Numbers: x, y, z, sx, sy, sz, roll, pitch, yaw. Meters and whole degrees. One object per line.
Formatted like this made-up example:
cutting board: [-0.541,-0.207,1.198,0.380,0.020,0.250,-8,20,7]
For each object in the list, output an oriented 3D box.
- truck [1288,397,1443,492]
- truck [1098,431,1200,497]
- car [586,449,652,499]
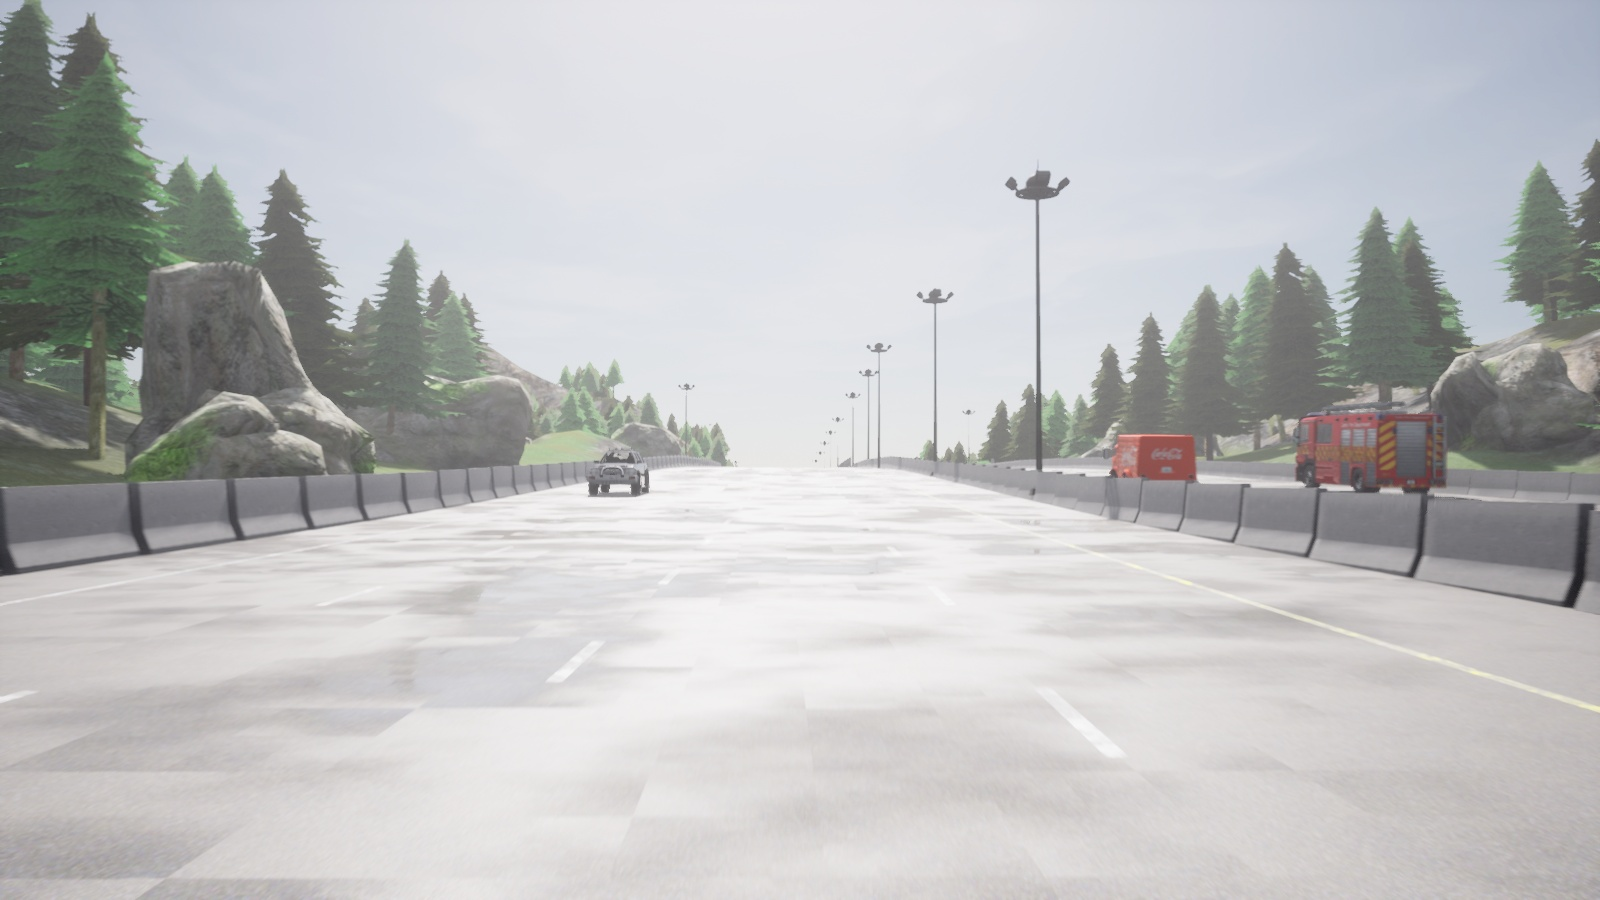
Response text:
truck: [24.359,-0.234,54.673,2.891,3.827,8.468,0,0,0]
truck: [13.873,0.507,50.282,2.627,2.467,5.204,0,0,0]
car: [-7.125,0.892,49.813,1.932,1.855,4.605,0,0,0]
